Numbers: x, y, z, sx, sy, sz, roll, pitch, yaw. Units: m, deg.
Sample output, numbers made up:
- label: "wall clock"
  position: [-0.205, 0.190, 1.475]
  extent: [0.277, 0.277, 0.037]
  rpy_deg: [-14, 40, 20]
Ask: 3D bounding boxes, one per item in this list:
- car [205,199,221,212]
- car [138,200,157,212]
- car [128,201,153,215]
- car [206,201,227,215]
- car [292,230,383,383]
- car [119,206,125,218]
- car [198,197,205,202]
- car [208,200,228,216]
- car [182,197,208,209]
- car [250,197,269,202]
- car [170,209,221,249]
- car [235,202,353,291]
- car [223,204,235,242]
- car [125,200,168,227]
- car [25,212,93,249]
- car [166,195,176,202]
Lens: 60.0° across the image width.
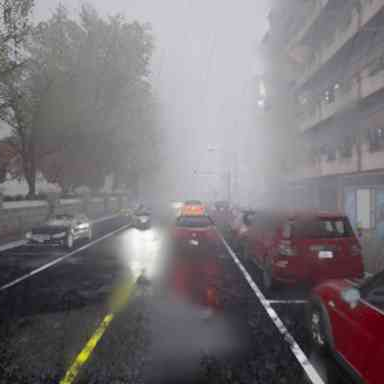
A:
- label: "car"
  position: [2.693, 1.720, 43.036]
  extent: [1.752, 1.417, 4.829]
  rpy_deg: [0, 0, 0]
- label: "car"
  position: [-5.687, 1.719, 42.696]
  extent: [1.752, 1.417, 4.829]
  rpy_deg: [0, 0, 0]
- label: "car"
  position: [-5.687, 1.717, 37.235]
  extent: [2.008, 1.369, 4.403]
  rpy_deg: [0, 0, 0]
- label: "car"
  position: [2.693, 1.731, 37.235]
  extent: [1.947, 1.339, 4.313]
  rpy_deg: [0, 0, 0]
- label: "car"
  position: [2.689, 1.455, 3.454]
  extent: [1.967, 1.590, 4.097]
  rpy_deg: [0, 0, 0]
- label: "car"
  position: [-5.688, 1.663, 31.435]
  extent: [1.752, 1.417, 4.829]
  rpy_deg: [0, 0, 0]
- label: "car"
  position: [2.698, 1.983, 92.136]
  extent: [1.752, 1.417, 4.829]
  rpy_deg: [0, 0, 0]
- label: "car"
  position: [2.692, 1.578, 31.605]
  extent: [1.967, 1.590, 4.097]
  rpy_deg: [0, 0, 0]
- label: "car"
  position: [0.101, 1.490, 31.301]
  extent: [2.097, 1.767, 4.553]
  rpy_deg: [0, 0, 0]
- label: "car"
  position: [14.623, 1.921, 69.856]
  extent: [5.009, 1.841, 2.192]
  rpy_deg: [1, -1, 0]
- label: "car"
  position: [0.098, 1.664, 14.926]
  extent: [1.895, 1.301, 4.718]
  rpy_deg: [0, 0, 0]
- label: "car"
  position: [2.689, 1.354, 9.084]
  extent: [2.192, 1.841, 5.009]
  rpy_deg: [0, 0, 0]
- label: "car"
  position: [2.690, 1.503, 14.715]
  extent: [1.967, 1.590, 4.097]
  rpy_deg: [0, 0, 0]
- label: "car"
  position: [-3.097, 1.594, 23.792]
  extent: [2.128, 1.511, 4.902]
  rpy_deg: [0, 0, 0]
- label: "car"
  position: [-5.690, 1.614, 14.714]
  extent: [2.008, 1.369, 4.403]
  rpy_deg: [0, 0, 0]
- label: "car"
  position: [-5.684, 1.740, 86.433]
  extent: [2.192, 1.841, 5.009]
  rpy_deg: [0, 0, 0]
